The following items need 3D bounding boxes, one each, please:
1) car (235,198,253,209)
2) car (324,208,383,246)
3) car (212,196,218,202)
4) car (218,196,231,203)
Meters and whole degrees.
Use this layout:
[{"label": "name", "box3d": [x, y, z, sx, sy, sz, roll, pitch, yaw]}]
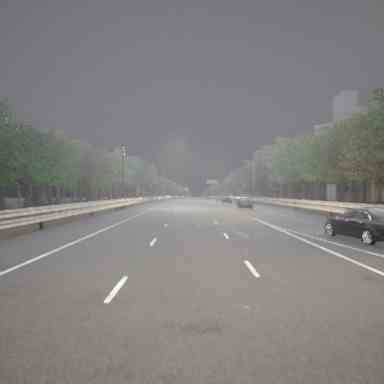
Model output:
[{"label": "car", "box3d": [7.015, 1.501, 45.026, 2.128, 1.511, 4.902, 0, 0, 0]}, {"label": "car", "box3d": [8.018, 1.518, 15.418, 1.837, 1.490, 4.892, -1, 0, -8]}, {"label": "car", "box3d": [7.175, 1.778, 87.028, 2.128, 1.511, 4.902, 0, -1, 0]}, {"label": "car", "box3d": [7.087, 1.598, 70.015, 1.837, 1.490, 4.892, 0, 0, 0]}]
